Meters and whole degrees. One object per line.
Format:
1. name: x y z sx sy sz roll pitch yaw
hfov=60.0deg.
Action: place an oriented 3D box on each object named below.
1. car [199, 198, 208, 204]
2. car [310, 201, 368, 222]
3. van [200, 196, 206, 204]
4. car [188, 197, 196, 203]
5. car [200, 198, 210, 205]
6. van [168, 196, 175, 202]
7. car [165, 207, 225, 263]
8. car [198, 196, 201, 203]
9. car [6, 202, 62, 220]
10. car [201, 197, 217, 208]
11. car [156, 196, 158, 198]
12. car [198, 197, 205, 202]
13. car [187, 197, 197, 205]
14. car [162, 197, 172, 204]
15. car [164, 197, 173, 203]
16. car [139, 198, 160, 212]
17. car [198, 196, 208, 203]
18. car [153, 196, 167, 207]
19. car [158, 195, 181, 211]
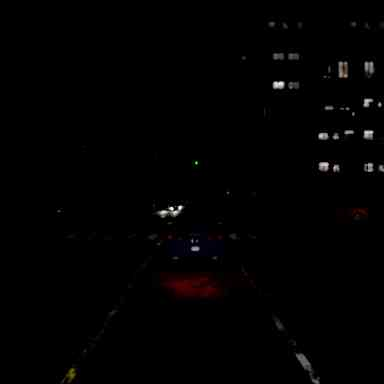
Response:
1. car: 2.697 2.026 76.610 1.887 1.381 4.507 0 0 0
2. car: 13.468 1.772 30.507 5.009 1.841 2.192 1 -2 -1
3. van: 2.697 1.665 54.092 1.690 1.788 3.998 0 0 0
4. car: 0.007 1.937 81.965 2.033 1.411 5.357 0 0 0
5. car: 2.697 1.992 70.981 2.008 1.369 4.403 0 0 0
6. van: -5.682 1.949 93.503 1.690 1.788 3.998 0 0 0
7. car: 0.102 1.545 12.319 1.882 1.535 5.008 0 0 0
8. car: 2.697 1.841 65.352 1.967 1.590 4.097 0 0 0
9. car: -12.958 1.518 27.472 4.181 1.385 1.994 1 -1 3
10. car: 2.696 1.831 48.460 1.887 1.381 4.507 0 0 0
11. car: -5.684 1.848 53.922 1.752 1.417 4.829 0 0 0
12. car: 2.698 2.152 93.501 1.887 1.381 4.507 0 0 0
13. car: 0.005 1.921 71.546 1.882 1.535 5.008 0 0 0
14. car: -5.683 1.921 76.613 1.967 1.590 4.097 0 0 0
15. car: -5.682 1.962 82.242 1.967 1.590 4.097 0 0 0
16. car: -5.685 1.816 42.830 1.947 1.339 4.313 0 0 0
17. car: 2.699 1.837 82.242 2.192 1.841 5.009 0 0 0
18. car: -5.683 1.677 59.723 2.192 1.841 5.009 0 0 0
19. car: -3.088 1.497 46.627 2.150 2.045 5.566 0 -1 0
